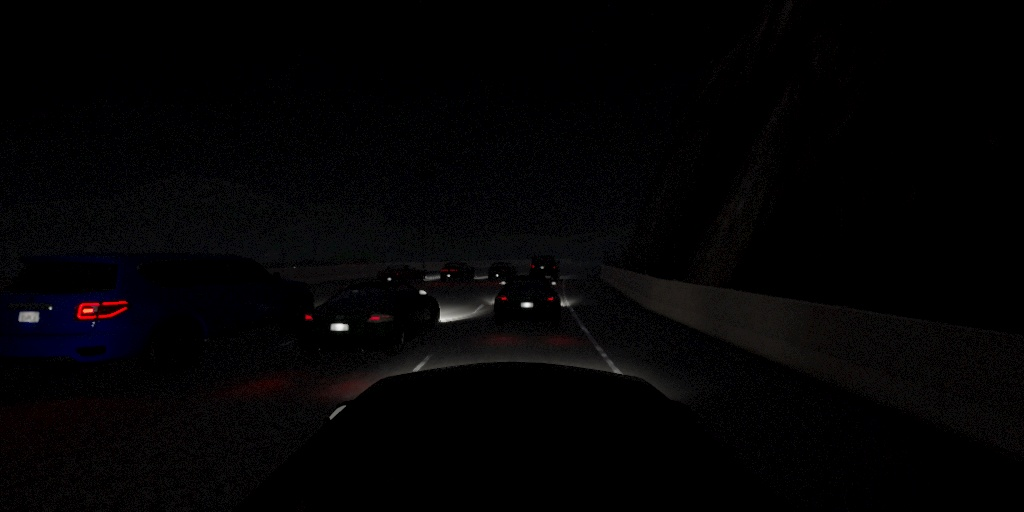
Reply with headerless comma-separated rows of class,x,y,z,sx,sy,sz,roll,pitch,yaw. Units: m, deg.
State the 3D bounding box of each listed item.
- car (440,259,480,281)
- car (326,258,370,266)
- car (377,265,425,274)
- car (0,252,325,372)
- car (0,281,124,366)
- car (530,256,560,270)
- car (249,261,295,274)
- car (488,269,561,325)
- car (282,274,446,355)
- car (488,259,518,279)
car,-4.403,1.249,29.535,1.837,1.490,4.892,0,0,10
car,-17.146,1.063,38.419,2.097,1.767,4.553,0,0,12
car,-8.307,1.334,27.429,1.895,1.301,4.718,0,0,9
car,-6.716,0.955,7.738,2.150,2.045,5.566,0,0,2
car,-10.227,1.288,6.406,1.994,1.385,4.181,0,0,2
car,2.779,0.984,30.133,2.150,2.045,5.566,0,0,10
car,-27.326,1.249,40.976,1.994,1.385,4.181,0,0,12
car,0.536,1.317,11.856,1.994,1.385,4.181,0,0,3
car,-3.144,1.307,8.729,1.994,1.385,4.181,0,0,3
car,-0.737,1.259,30.217,1.837,1.490,4.892,0,0,10
